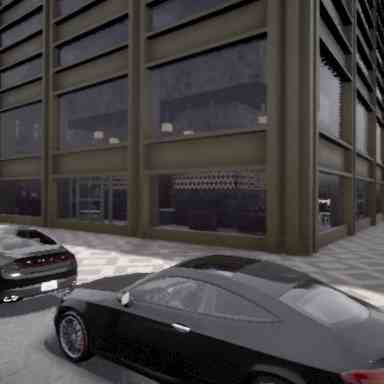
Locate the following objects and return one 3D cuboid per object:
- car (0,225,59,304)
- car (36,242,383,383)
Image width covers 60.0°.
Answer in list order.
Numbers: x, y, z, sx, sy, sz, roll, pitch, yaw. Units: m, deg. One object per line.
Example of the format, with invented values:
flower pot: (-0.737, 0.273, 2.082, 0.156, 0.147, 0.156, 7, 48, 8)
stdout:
car: (-4.674, 1.542, 7.778, 4.892, 1.490, 1.837, 0, 0, 36)
car: (0.174, 1.556, 4.244, 4.674, 1.442, 1.812, 0, 0, 36)
